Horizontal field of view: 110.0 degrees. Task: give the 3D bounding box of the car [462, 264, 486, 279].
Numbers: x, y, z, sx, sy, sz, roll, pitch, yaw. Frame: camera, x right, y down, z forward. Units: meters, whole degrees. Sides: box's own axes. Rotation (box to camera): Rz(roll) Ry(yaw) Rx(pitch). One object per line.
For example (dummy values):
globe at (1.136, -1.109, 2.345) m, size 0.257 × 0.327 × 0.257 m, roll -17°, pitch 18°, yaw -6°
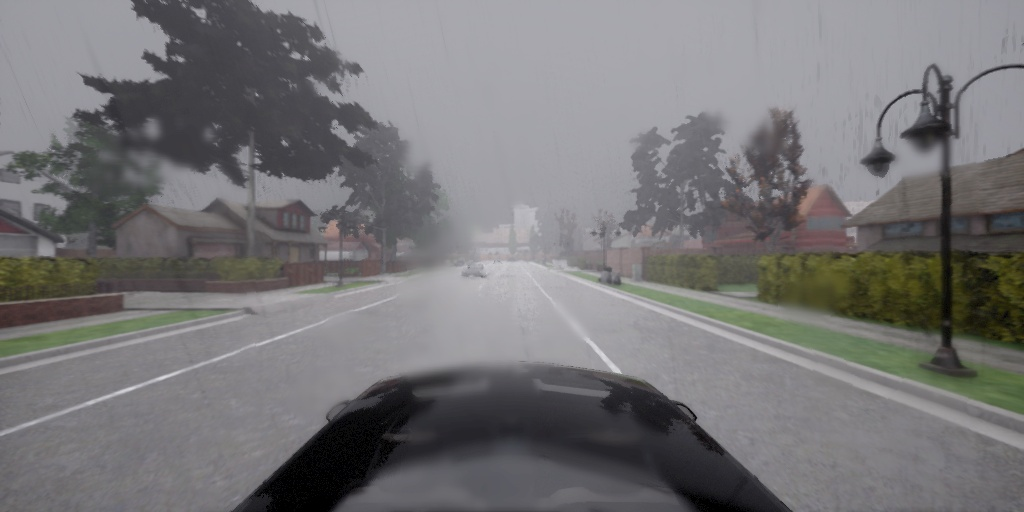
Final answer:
car at (-3.479, 1.443, 33.483) m, size 1.895 × 1.301 × 4.718 m, roll 0°, pitch 0°, yaw 0°
